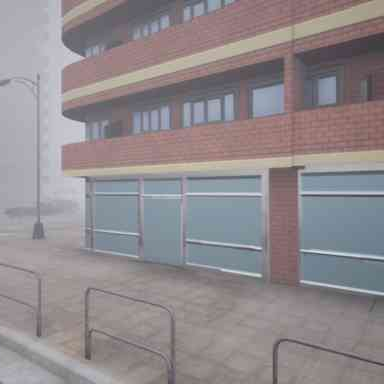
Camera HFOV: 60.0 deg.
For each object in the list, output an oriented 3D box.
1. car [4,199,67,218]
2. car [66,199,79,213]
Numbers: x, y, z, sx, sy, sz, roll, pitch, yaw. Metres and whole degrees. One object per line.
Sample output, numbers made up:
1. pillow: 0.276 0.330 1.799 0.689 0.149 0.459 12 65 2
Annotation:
1. car: -14.121 1.600 29.910 1.895 1.301 4.718 0 0 36
2. car: -14.405 1.504 35.446 1.837 1.490 4.892 0 0 36
